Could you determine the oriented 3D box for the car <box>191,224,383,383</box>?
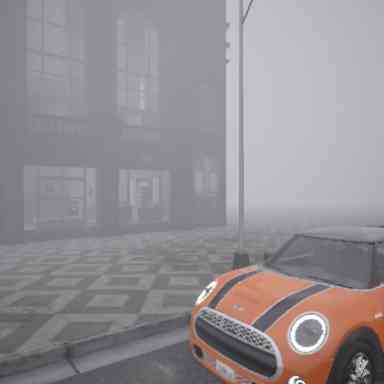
[{"bbox_3d":[2.190,1.352,4.931,4.553,1.767,2.097,0,0,-35],"label":"car"}]
